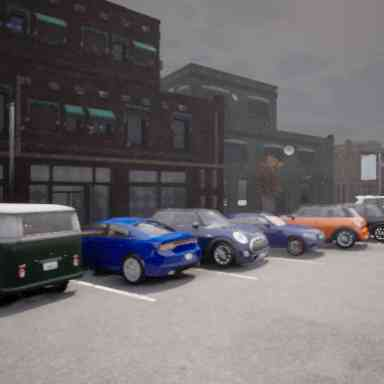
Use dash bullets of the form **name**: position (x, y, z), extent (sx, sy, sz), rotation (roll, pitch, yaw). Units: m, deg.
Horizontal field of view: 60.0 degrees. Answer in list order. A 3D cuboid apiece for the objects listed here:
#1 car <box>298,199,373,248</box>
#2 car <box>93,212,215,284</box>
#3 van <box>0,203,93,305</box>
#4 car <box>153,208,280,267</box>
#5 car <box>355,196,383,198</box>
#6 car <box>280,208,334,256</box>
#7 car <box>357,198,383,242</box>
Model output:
- **car**: position (5.268, 1.358, 14.841), extent (4.553, 1.767, 2.185), rotation (-1, -1, 35)
- **car**: position (-2.101, 1.485, 9.638), extent (5.008, 1.535, 2.097), rotation (-1, -1, 35)
- **van**: position (-4.651, 1.262, 7.969), extent (4.442, 1.987, 1.878), rotation (-1, -1, 34)
- **car**: position (0.323, 1.359, 11.412), extent (4.553, 1.767, 2.185), rotation (-1, -1, 35)
- **car**: position (12.618, 1.237, 20.061), extent (5.566, 2.045, 2.435), rotation (-1, -1, 35)
- **car**: position (2.795, 1.524, 13.126), extent (4.674, 1.452, 2.002), rotation (-1, -1, 35)
- **car**: position (7.716, 1.358, 16.577), extent (4.553, 1.767, 2.185), rotation (-1, -1, 35)
